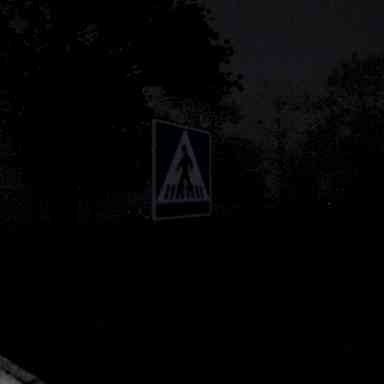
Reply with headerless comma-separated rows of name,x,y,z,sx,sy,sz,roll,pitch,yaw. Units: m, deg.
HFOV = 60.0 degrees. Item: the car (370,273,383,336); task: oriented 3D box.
car,3.447,1.494,3.663,2.231,1.521,4.892,0,-1,15
